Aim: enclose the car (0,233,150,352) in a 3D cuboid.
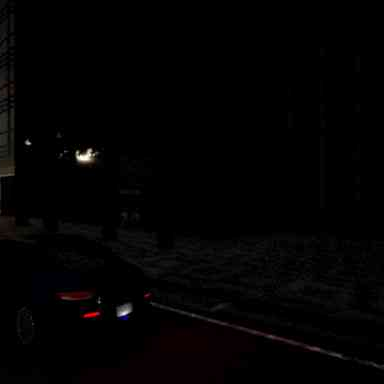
[{"bbox_3d":[-2.818,1.501,6.120,4.674,1.442,1.812,0,0,36],"label":"car"}]
